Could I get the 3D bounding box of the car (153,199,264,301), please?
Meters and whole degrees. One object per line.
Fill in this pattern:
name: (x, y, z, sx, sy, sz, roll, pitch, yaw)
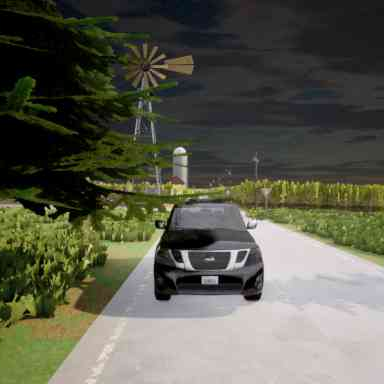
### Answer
car: (0.336, 1.221, 8.697, 2.150, 2.045, 5.566, 0, 0, 0)
